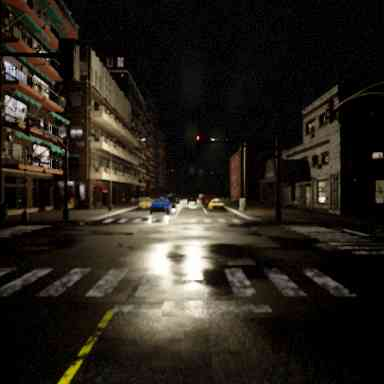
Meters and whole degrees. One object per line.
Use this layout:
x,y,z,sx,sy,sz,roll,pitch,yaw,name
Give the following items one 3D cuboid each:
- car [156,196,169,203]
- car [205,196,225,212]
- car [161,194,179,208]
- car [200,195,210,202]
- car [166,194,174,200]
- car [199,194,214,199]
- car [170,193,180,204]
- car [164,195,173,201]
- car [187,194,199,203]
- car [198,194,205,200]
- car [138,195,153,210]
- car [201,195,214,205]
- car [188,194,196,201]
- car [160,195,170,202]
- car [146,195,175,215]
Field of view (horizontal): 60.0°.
-5.698,1.398,64.378,2.008,1.369,4.403,0,0,0,car
2.687,1.426,36.854,1.752,1.417,4.829,0,0,0,car
-3.084,1.411,43.984,1.812,1.442,4.674,0,0,0,car
2.683,1.389,69.919,2.008,1.369,4.403,0,0,0,car
-5.700,1.258,86.535,1.967,1.590,4.097,0,0,0,car
2.686,1.181,53.301,2.192,1.841,5.009,0,0,0,car
-3.065,1.365,56.748,1.837,1.490,4.892,0,0,0,car
-5.700,1.369,80.997,1.887,1.381,4.507,0,0,0,car
-0.009,1.396,63.073,2.033,1.411,5.357,0,0,0,car
2.679,1.337,92.246,1.752,1.417,4.829,0,0,0,car
-5.694,1.415,42.051,1.752,1.417,4.829,0,0,0,car
2.686,1.459,47.763,1.802,1.307,4.206,0,0,0,car
-0.010,1.200,73.492,1.882,1.535,5.008,0,0,0,car
-5.698,1.364,69.747,1.752,1.417,4.829,0,0,0,car
-3.105,1.386,33.549,1.882,1.535,5.008,0,0,0,car
